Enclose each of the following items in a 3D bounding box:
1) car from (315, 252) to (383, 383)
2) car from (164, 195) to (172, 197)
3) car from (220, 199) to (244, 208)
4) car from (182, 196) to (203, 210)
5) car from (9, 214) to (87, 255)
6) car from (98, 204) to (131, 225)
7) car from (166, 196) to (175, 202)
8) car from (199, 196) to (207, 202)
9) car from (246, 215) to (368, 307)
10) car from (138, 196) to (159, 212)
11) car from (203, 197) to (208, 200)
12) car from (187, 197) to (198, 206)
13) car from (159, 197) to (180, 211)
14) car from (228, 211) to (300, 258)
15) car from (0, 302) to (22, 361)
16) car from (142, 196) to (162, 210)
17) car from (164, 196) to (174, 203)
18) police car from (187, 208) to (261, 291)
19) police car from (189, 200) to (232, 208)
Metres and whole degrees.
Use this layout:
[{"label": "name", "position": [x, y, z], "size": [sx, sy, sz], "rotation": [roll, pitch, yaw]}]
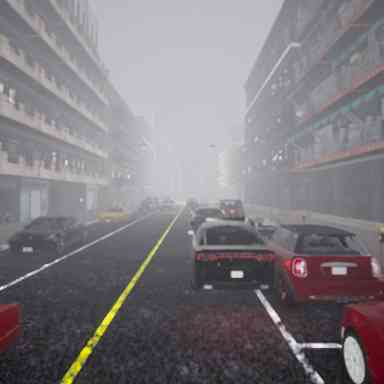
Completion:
[{"label": "car", "position": [2.693, 1.555, 2.392], "size": [1.887, 1.381, 4.507], "rotation": [0, 0, 0]}, {"label": "car", "position": [-5.592, 1.598, 75.680], "size": [2.192, 1.841, 5.009], "rotation": [0, 0, 0]}, {"label": "car", "position": [2.723, 1.413, 24.938], "size": [2.192, 1.841, 5.009], "rotation": [0, 0, 0]}, {"label": "car", "position": [0.066, 1.667, 45.729], "size": [2.128, 1.511, 4.902], "rotation": [0, 0, 0]}, {"label": "car", "position": [-5.674, 1.621, 13.678], "size": [1.947, 1.339, 4.313], "rotation": [0, 0, 0]}, {"label": "car", "position": [-5.659, 1.623, 24.781], "size": [1.752, 1.417, 4.829], "rotation": [0, 0, 0]}, {"label": "car", "position": [-5.578, 1.867, 86.952], "size": [1.887, 1.381, 4.507], "rotation": [0, 0, 0]}, {"label": "car", "position": [2.802, 1.867, 86.937], "size": [1.887, 1.381, 4.507], "rotation": [0, 0, 0]}, {"label": "car", "position": [2.700, 1.473, 8.029], "size": [1.967, 1.590, 4.097], "rotation": [0, 0, 0]}, {"label": "car", "position": [-5.637, 1.601, 41.862], "size": [1.967, 1.590, 4.097], "rotation": [0, 0, 0]}, {"label": "car", "position": [2.788, 1.809, 75.834], "size": [1.752, 1.417, 4.829], "rotation": [0, 0, 0]}, {"label": "car", "position": [0.076, 1.704, 59.712], "size": [1.882, 1.535, 5.008], "rotation": [0, 0, 0]}, {"label": "car", "position": [-3.046, 1.713, 43.070], "size": [2.033, 1.411, 5.357], "rotation": [0, 0, 0]}, {"label": "car", "position": [2.708, 1.606, 13.664], "size": [2.008, 1.369, 4.403], "rotation": [0, 0, 0]}, {"label": "car", "position": [-3.100, 1.609, 1.997], "size": [1.895, 1.301, 4.718], "rotation": [0, 0, 0]}, {"label": "car", "position": [-5.629, 1.497, 47.499], "size": [2.192, 1.841, 5.009], "rotation": [0, 0, 0]}, {"label": "car", "position": [-5.585, 1.743, 81.315], "size": [1.967, 1.590, 4.097], "rotation": [0, 0, 0]}, {"label": "police car", "position": [0.910, 1.463, 9.273], "size": [1.930, 1.638, 5.238], "rotation": [0, 0, 0]}, {"label": "police car", "position": [0.923, 1.502, 19.274], "size": [1.930, 1.638, 5.238], "rotation": [0, 0, 0]}]
